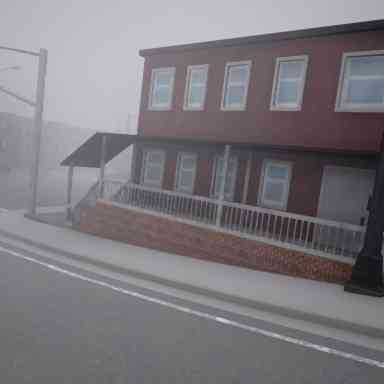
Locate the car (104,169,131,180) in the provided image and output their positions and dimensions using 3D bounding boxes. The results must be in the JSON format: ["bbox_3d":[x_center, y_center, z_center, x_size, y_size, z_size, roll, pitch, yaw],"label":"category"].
[{"bbox_3d":[-10.309,-2.462,47.110,2.033,1.411,5.357,10,6,36],"label":"car"}]

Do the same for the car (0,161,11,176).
[{"bbox_3d":[-20.574,-2.516,32.909,1.837,1.490,4.892,10,6,35],"label":"car"}]
